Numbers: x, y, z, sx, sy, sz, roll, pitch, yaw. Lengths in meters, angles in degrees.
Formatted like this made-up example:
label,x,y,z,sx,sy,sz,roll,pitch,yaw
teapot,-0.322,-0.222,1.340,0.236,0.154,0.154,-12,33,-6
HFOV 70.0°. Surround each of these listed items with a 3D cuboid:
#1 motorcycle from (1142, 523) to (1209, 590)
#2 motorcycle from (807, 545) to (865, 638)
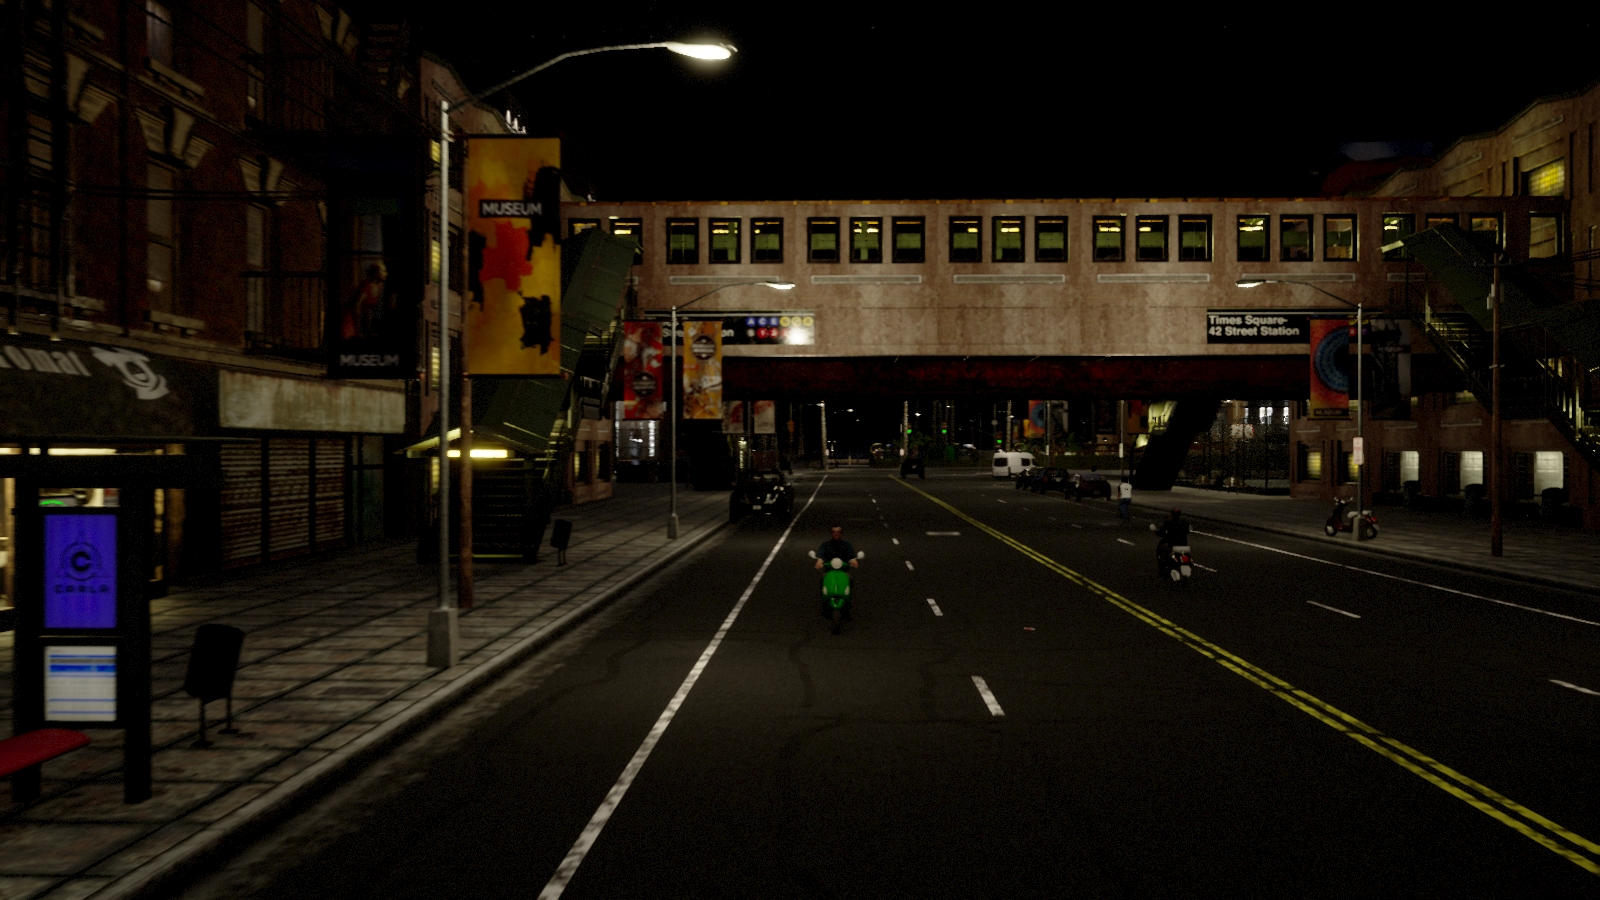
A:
label,x,y,z,sx,sy,sz,roll,pitch,yaw
motorcycle,7.780,2.185,23.760,0.856,1.236,1.805,0,0,2
motorcycle,0.568,2.182,17.905,0.856,1.236,1.805,0,0,2
